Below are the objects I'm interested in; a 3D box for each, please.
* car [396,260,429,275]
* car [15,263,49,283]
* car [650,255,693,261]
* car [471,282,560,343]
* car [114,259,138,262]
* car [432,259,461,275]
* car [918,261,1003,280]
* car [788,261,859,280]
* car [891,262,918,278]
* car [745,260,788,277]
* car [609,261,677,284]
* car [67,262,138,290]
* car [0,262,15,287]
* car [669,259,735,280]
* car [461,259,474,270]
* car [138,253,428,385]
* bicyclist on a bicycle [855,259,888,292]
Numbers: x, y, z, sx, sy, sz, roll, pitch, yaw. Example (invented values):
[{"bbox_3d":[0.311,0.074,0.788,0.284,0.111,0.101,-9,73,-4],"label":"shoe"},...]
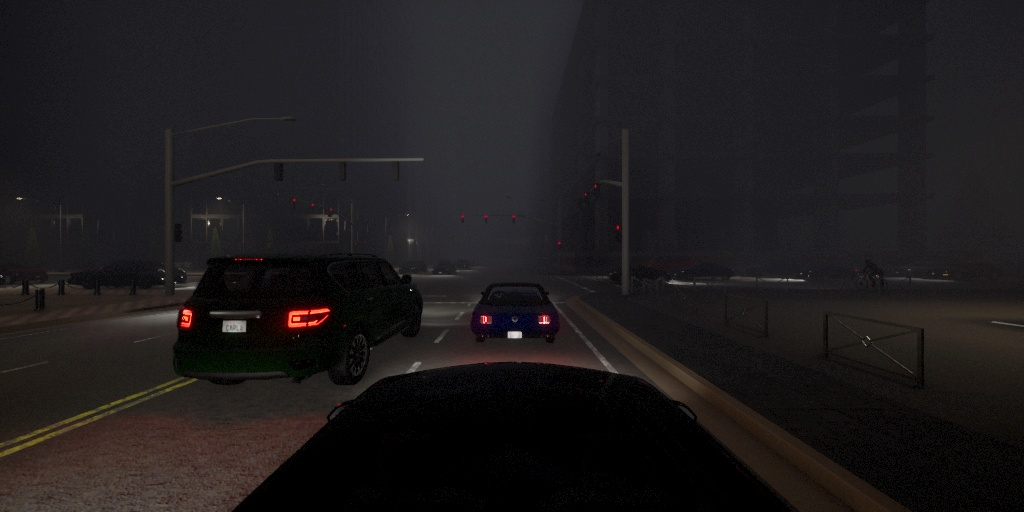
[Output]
[{"bbox_3d":[-10.999,1.228,40.140,1.882,1.535,5.008,0,0,5],"label":"car"},{"bbox_3d":[-35.770,1.172,25.169,5.008,1.535,1.882,0,0,0],"label":"car"},{"bbox_3d":[13.934,0.917,32.780,5.566,2.045,2.150,0,0,0],"label":"car"},{"bbox_3d":[0.080,1.351,9.666,1.895,1.301,4.718,0,0,0],"label":"car"},{"bbox_3d":[-25.675,1.046,25.135,4.553,1.767,2.097,0,0,0],"label":"car"},{"bbox_3d":[-7.101,1.290,38.100,2.033,1.411,5.357,0,0,0],"label":"car"},{"bbox_3d":[36.891,1.200,29.339,4.892,1.490,1.837,0,0,0],"label":"car"},{"bbox_3d":[25.615,1.258,29.318,4.181,1.385,1.994,0,0,0],"label":"car"},{"bbox_3d":[37.634,1.220,32.839,4.674,1.442,1.812,0,0,0],"label":"car"},{"bbox_3d":[24.127,1.172,32.811,5.008,1.535,1.882,0,0,0],"label":"car"},{"bbox_3d":[9.074,1.258,25.598,4.181,1.385,1.994,0,0,1],"label":"car"},{"bbox_3d":[-23.144,1.242,21.619,5.357,1.411,2.033,0,0,-4],"label":"car"},{"bbox_3d":[-33.764,1.220,21.651,4.674,1.442,1.812,0,0,0],"label":"car"},{"bbox_3d":[15.651,1.220,29.263,4.674,1.442,1.812,0,0,0],"label":"car"},{"bbox_3d":[-7.095,1.250,51.917,1.837,1.490,4.892,0,1,0],"label":"car"},{"bbox_3d":[-3.438,0.971,7.152,2.150,2.045,5.566,0,0,0],"label":"car"},{"bbox_3d":[18.331,0.998,18.310,0.582,1.620,1.656,0,0,0],"label":"bicyclist on a bicycle"}]
